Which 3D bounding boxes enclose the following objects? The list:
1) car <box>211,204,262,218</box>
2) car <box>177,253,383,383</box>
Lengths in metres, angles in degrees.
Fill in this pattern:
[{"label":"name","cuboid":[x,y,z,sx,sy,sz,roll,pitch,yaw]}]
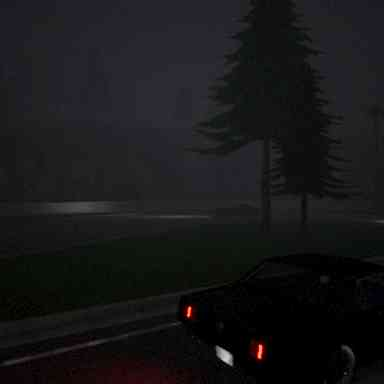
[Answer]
[{"label":"car","cuboid":[4.254,1.808,32.498,4.718,1.301,1.895,1,0,-7]},{"label":"car","cuboid":[2.241,1.648,5.101,4.718,1.301,1.895,1,0,-33]}]
